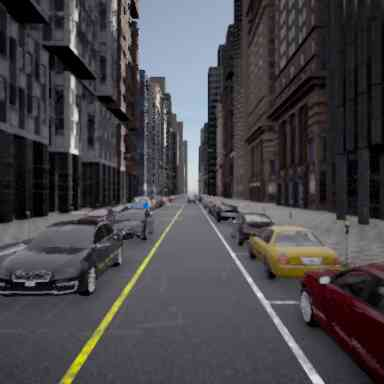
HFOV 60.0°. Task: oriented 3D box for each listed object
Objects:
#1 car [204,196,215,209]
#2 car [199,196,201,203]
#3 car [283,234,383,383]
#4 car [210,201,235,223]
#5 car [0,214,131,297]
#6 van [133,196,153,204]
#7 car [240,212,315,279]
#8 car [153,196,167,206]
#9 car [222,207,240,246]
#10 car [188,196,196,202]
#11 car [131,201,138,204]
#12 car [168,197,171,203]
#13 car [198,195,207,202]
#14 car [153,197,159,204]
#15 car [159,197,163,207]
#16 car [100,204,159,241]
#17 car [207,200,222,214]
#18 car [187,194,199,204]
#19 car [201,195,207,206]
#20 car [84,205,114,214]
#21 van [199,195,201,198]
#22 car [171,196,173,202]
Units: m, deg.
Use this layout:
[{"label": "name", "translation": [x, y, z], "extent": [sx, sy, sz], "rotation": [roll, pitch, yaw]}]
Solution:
[{"label": "car", "translation": [2.736, 1.570, 37.820], "extent": [1.967, 1.590, 4.097], "rotation": [0, 0, 0]}, {"label": "car", "translation": [2.721, 1.738, 60.397], "extent": [1.752, 1.417, 4.829], "rotation": [0, 0, 0]}, {"label": "car", "translation": [2.758, 1.558, 4.210], "extent": [1.887, 1.381, 4.507], "rotation": [0, 0, 0]}, {"label": "car", "translation": [2.743, 1.656, 26.616], "extent": [1.947, 1.339, 4.313], "rotation": [0, 0, 0]}, {"label": "car", "translation": [-3.094, 1.537, 8.808], "extent": [1.837, 1.490, 4.892], "rotation": [0, -1, 0]}, {"label": "van", "translation": [-5.790, 1.474, 37.800], "extent": [1.690, 1.788, 3.998], "rotation": [0, 0, 0]}, {"label": "car", "translation": [2.754, 1.558, 9.982], "extent": [1.752, 1.417, 4.829], "rotation": [0, 0, 0]}, {"label": "car", "translation": [-5.801, 1.509, 54.606], "extent": [2.192, 1.841, 5.009], "rotation": [0, 0, 0]}, {"label": "car", "translation": [2.751, 1.602, 15.413], "extent": [2.008, 1.369, 4.403], "rotation": [0, 0, 0]}, {"label": "car", "translation": [-0.051, 1.612, 78.545], "extent": [1.882, 1.535, 5.008], "rotation": [0, 0, 0]}, {"label": "car", "translation": [-5.782, 1.675, 26.594], "extent": [1.802, 1.307, 4.206], "rotation": [0, 0, 0]}, {"label": "car", "translation": [-5.808, 1.676, 65.809], "extent": [1.967, 1.590, 4.097], "rotation": [0, 0, 0]}, {"label": "car", "translation": [2.702, 1.639, 88.236], "extent": [2.192, 1.841, 5.009], "rotation": [0, 0, 0]}, {"label": "car", "translation": [-5.793, 1.678, 43.231], "extent": [1.752, 1.417, 4.829], "rotation": [0, 0, 0]}, {"label": "car", "translation": [-5.796, 1.755, 49.002], "extent": [1.802, 1.307, 4.206], "rotation": [0, 0, 0]}, {"label": "car", "translation": [-3.011, 1.587, 17.093], "extent": [1.837, 1.490, 4.892], "rotation": [0, 0, 0]}, {"label": "car", "translation": [2.740, 1.692, 32.218], "extent": [1.802, 1.307, 4.206], "rotation": [0, 0, 0]}, {"label": "car", "translation": [-0.044, 1.739, 68.118], "extent": [1.837, 1.490, 4.892], "rotation": [0, 0, 0]}, {"label": "car", "translation": [2.728, 1.611, 49.023], "extent": [1.967, 1.590, 4.097], "rotation": [0, 0, 0]}, {"label": "car", "translation": [-5.778, 1.656, 20.993], "extent": [1.802, 1.307, 4.206], "rotation": [0, 0, 0]}, {"label": "van", "translation": [2.717, 1.574, 65.829], "extent": [1.690, 1.788, 3.998], "rotation": [0, 0, 0]}, {"label": "car", "translation": [-5.811, 1.809, 71.411], "extent": [2.008, 1.369, 4.403], "rotation": [0, 0, 0]}]
